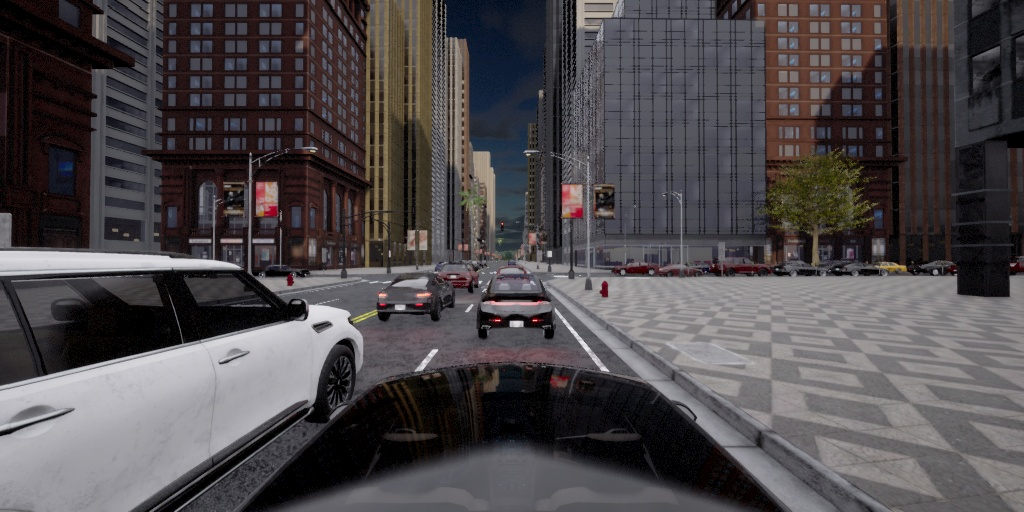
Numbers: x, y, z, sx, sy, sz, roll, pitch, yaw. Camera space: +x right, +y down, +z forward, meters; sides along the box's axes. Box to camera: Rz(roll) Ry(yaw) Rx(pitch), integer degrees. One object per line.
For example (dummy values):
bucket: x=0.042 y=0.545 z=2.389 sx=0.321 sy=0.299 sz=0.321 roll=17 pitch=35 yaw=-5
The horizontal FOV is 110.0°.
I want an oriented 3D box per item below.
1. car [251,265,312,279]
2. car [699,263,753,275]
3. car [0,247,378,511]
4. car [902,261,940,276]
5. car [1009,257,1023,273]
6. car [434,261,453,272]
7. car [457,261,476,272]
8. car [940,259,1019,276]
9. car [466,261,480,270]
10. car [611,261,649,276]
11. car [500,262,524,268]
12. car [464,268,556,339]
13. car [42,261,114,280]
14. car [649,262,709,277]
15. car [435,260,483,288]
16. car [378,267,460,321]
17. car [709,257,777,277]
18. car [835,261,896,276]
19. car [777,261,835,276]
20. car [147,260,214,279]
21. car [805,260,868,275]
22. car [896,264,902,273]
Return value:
car: x=-22.414 y=1.527 z=34.978 sx=4.718 sy=1.301 sz=1.895 roll=0 pitch=-1 yaw=-3
car: x=23.168 y=1.389 z=38.864 sx=4.718 sy=1.301 sz=1.895 roll=0 pitch=-1 yaw=-1
car: x=-3.155 y=0.972 z=2.635 sx=2.150 sy=2.045 sz=5.566 roll=0 pitch=0 yaw=0
car: x=42.839 y=1.207 z=36.031 sx=4.892 sy=1.490 sz=1.837 roll=0 pitch=-1 yaw=-1
car: x=49.130 y=0.974 z=33.505 sx=5.009 sy=1.841 sz=2.192 roll=0 pitch=0 yaw=-1
car: x=-9.859 y=1.495 z=51.950 sx=1.812 sy=1.442 sz=4.674 roll=0 pitch=0 yaw=0
car: x=-6.619 y=1.463 z=52.227 sx=2.128 sy=1.511 sz=4.902 roll=0 pitch=0 yaw=0
car: x=43.491 y=1.215 z=33.416 sx=4.507 sy=1.381 sz=1.888 roll=0 pitch=0 yaw=-1
car: x=-6.602 y=1.561 z=61.326 sx=1.812 sy=1.442 sz=4.674 roll=0 pitch=0 yaw=0
car: x=13.251 y=1.299 z=38.719 sx=5.008 sy=1.535 sz=1.882 roll=0 pitch=-1 yaw=-2
car: x=-0.008 y=1.260 z=19.603 sx=1.882 sy=1.535 sz=5.008 roll=0 pitch=0 yaw=0
car: x=0.095 y=1.248 z=10.103 sx=2.128 sy=1.511 sz=4.902 roll=0 pitch=0 yaw=0
car: x=-42.285 y=1.369 z=35.004 sx=4.553 sy=1.767 sz=2.097 roll=0 pitch=-1 yaw=1
car: x=15.303 y=1.328 z=32.966 sx=4.207 sy=1.307 sz=1.802 roll=0 pitch=0 yaw=-1
car: x=-3.157 y=1.142 z=21.394 sx=2.097 sy=1.767 sz=4.553 roll=0 pitch=0 yaw=0
car: x=-3.155 y=1.288 z=12.414 sx=1.812 sy=1.442 sz=4.674 roll=0 pitch=0 yaw=0
car: x=20.941 y=1.041 z=33.056 sx=5.009 sy=1.841 sz=2.192 roll=0 pitch=0 yaw=-1
car: x=32.215 y=1.261 z=33.235 sx=4.313 sy=1.339 sz=1.948 roll=0 pitch=0 yaw=-1
car: x=26.578 y=1.276 z=33.145 sx=4.313 sy=1.339 sz=1.948 roll=0 pitch=0 yaw=-1
car: x=-32.232 y=1.323 z=34.986 sx=4.553 sy=1.767 sz=2.097 roll=0 pitch=-1 yaw=0
car: x=35.269 y=1.248 z=39.044 sx=4.902 sy=1.511 sz=2.128 roll=0 pitch=-1 yaw=-1
car: x=43.191 y=1.296 z=41.936 sx=4.829 sy=1.417 sz=1.751 roll=0 pitch=0 yaw=-1
